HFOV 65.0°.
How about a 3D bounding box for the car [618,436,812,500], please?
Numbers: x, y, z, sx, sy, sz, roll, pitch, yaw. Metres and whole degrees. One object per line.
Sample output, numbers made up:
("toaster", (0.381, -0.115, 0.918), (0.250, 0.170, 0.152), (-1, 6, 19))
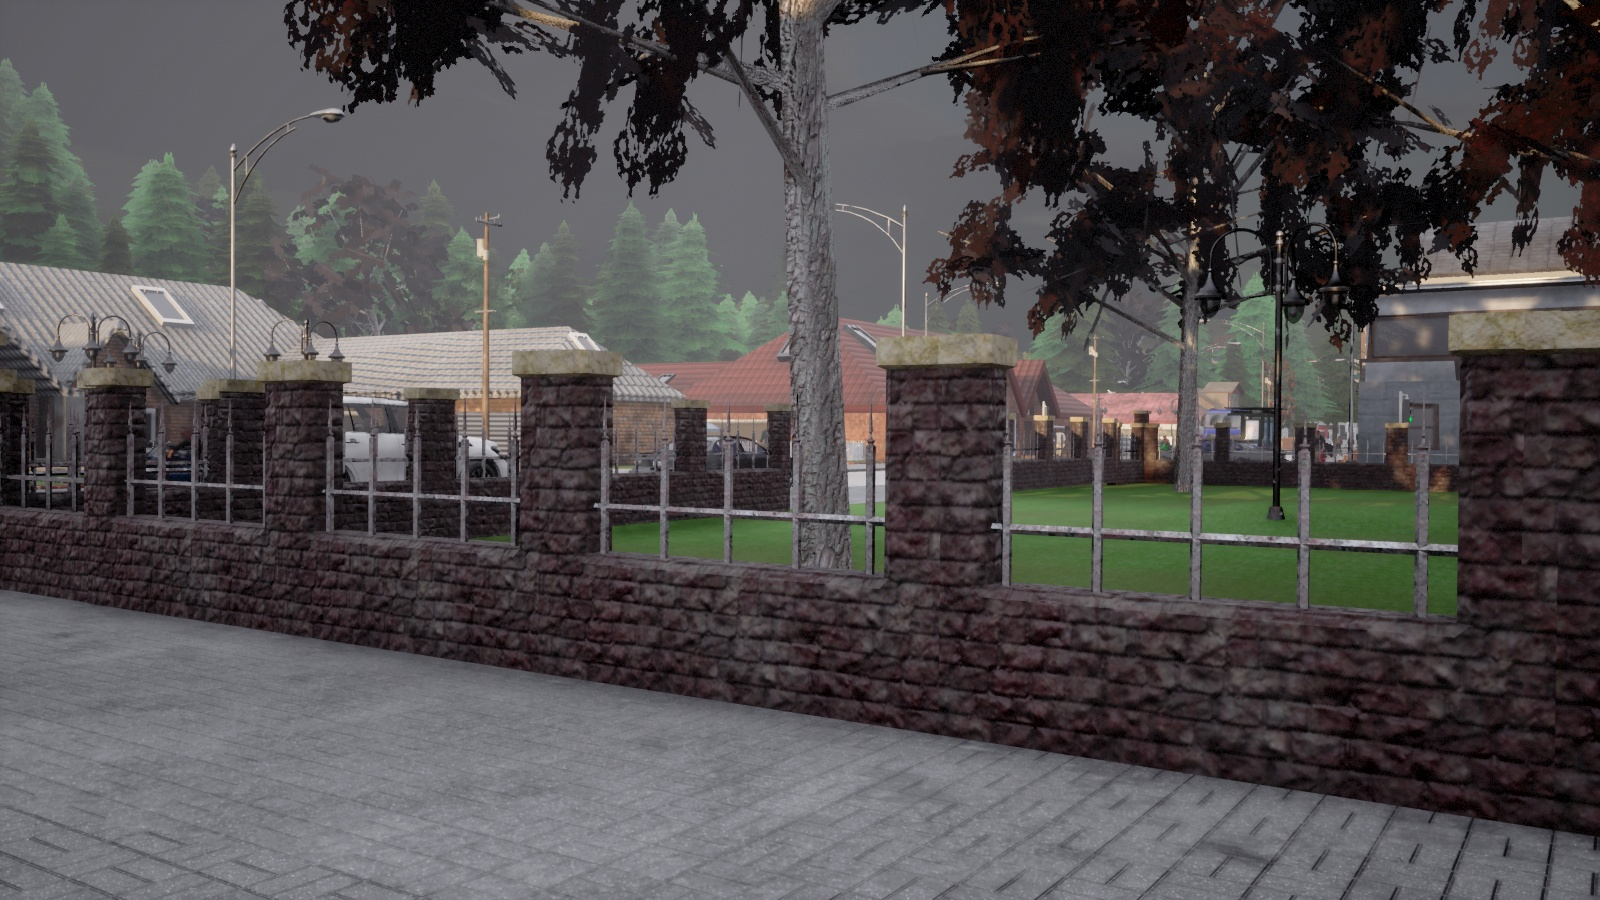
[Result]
("car", (-1.944, 0.375, 30.879), (2.033, 1.411, 5.357), (0, 1, 31))

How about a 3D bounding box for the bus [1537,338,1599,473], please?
("bus", (29.132, -1.445, 39.272), (10.273, 4.253, 3.944), (0, 1, 34))

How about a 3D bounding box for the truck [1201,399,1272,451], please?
("truck", (30.727, -1.732, 88.220), (2.891, 3.462, 7.936), (0, 1, 33))

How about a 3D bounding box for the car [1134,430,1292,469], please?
("car", (15.790, -0.021, 48.144), (5.357, 1.411, 2.033), (0, 1, 37))

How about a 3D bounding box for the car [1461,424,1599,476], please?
("car", (23.066, -0.023, 38.337), (5.008, 1.535, 1.882), (0, 1, 30))

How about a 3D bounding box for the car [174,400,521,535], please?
("car", (-7.683, 0.219, 22.017), (2.150, 2.045, 5.566), (0, 1, 32))

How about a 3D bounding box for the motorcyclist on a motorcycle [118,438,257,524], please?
("motorcyclist on a motorcycle", (-11.522, 0.547, 23.703), (0.866, 1.530, 2.191), (0, 1, 33))
